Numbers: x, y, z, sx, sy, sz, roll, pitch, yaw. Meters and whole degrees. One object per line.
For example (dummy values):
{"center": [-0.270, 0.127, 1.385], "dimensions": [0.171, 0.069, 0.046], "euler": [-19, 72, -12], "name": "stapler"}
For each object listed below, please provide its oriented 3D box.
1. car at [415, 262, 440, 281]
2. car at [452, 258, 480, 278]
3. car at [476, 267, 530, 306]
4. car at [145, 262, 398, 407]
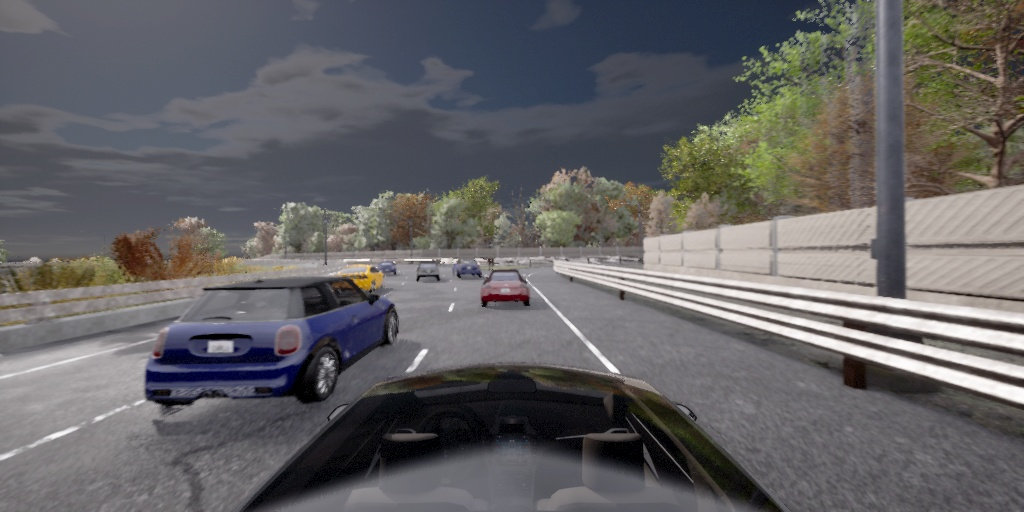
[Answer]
{"center": [-7.061, 1.244, 30.070], "dimensions": [2.033, 1.411, 5.357], "euler": [-1, 0, -15], "name": "car"}
{"center": [-4.178, 0.998, 32.446], "dimensions": [2.097, 1.767, 4.553], "euler": [-1, 0, -15], "name": "car"}
{"center": [-0.289, 1.247, 15.470], "dimensions": [1.994, 1.385, 4.181], "euler": [-1, 0, -1], "name": "car"}
{"center": [-3.654, 1.126, 6.540], "dimensions": [2.097, 1.767, 4.553], "euler": [-1, 0, -2], "name": "car"}
